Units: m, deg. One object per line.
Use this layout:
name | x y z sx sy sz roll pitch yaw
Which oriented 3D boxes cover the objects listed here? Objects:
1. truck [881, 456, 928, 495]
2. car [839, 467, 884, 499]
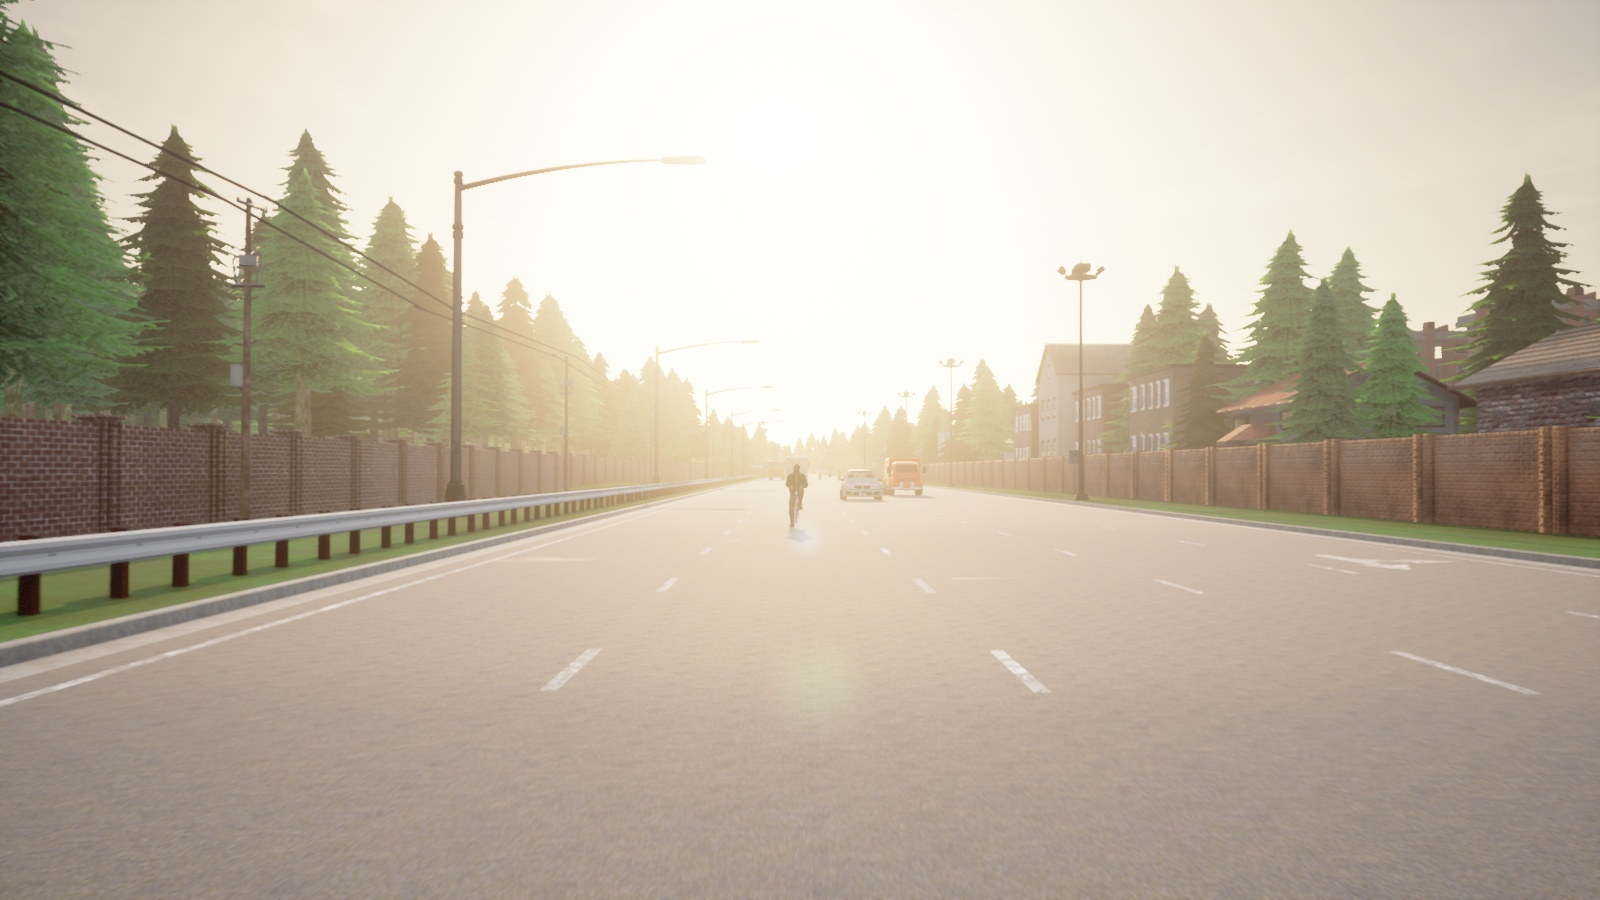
truck | 6.794 1.679 82.315 2.627 2.467 5.204 0 -1 0
car | 3.329 1.796 68.728 2.242 1.667 4.611 0 -1 0
